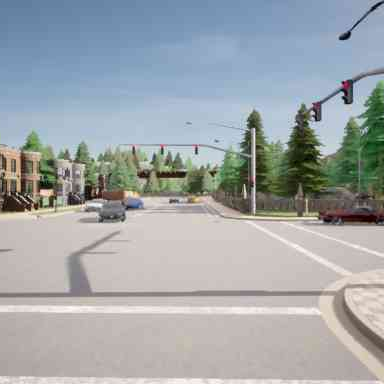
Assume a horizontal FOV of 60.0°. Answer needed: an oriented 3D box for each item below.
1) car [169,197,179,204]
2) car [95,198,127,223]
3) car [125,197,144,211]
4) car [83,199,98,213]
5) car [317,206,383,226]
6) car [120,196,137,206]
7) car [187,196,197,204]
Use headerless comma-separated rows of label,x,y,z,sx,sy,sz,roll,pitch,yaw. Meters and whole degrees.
car,-3.450,1.601,65.232,1.895,1.301,4.718,0,0,0
car,-6.193,1.506,25.789,1.837,1.490,4.892,0,0,-13
car,-7.123,1.478,40.904,1.882,1.535,5.008,0,0,0
car,-10.624,1.525,37.465,1.812,1.442,4.674,0,0,0
car,11.171,1.601,22.914,4.718,1.301,1.895,0,0,2
car,-10.543,1.505,55.658,1.882,1.535,5.008,0,0,0
car,0.051,1.477,64.944,1.882,1.535,5.008,0,0,0
